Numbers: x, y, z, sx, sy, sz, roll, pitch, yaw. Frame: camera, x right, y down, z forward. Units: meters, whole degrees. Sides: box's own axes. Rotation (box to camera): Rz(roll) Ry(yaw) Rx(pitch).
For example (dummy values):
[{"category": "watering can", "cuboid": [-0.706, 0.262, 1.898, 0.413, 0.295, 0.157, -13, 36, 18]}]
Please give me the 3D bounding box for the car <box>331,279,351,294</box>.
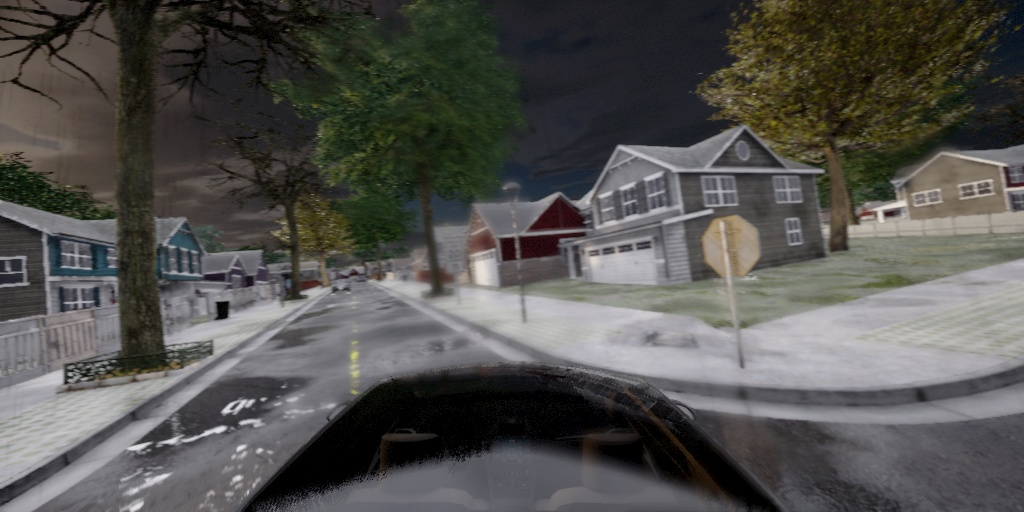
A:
[{"category": "car", "cuboid": [-19.954, 3.468, 41.920, 2.128, 1.511, 4.902, -6, -1, -24]}]
